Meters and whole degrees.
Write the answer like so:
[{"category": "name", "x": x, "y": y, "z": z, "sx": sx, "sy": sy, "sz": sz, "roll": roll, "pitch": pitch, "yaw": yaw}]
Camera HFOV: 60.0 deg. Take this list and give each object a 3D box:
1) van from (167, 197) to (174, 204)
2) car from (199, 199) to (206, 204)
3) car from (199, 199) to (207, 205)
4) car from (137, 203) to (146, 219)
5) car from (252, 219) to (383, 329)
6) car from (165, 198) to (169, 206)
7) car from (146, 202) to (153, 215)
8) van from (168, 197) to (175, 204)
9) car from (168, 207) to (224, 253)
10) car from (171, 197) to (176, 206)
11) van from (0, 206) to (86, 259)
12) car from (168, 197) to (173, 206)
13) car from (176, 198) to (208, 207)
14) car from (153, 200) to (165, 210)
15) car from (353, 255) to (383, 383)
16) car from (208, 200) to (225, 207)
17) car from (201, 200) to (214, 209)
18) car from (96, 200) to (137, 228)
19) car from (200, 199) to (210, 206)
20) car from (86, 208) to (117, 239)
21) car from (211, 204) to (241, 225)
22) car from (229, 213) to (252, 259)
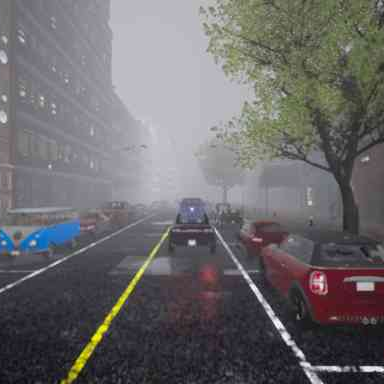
[{"category": "van", "x": -5.658, "y": 2.266, "z": 86.860, "sx": 1.690, "sy": 1.788, "sz": 3.998, "roll": 0, "pitch": -1, "yaw": 0}, {"category": "car", "x": 2.723, "y": 2.470, "z": 86.852, "sx": 1.887, "sy": 1.381, "sz": 4.507, "roll": 0, "pitch": -1, "yaw": 0}, {"category": "car", "x": 2.721, "y": 2.439, "z": 81.154, "sx": 1.802, "sy": 1.307, "sz": 4.206, "roll": 0, "pitch": -1, "yaw": 0}, {"category": "car", "x": -5.679, "y": 1.859, "z": 29.893, "sx": 1.947, "sy": 1.339, "sz": 4.313, "roll": 0, "pitch": -1, "yaw": 0}, {"category": "car", "x": 2.692, "y": 1.508, "z": 7.102, "sx": 1.967, "sy": 1.590, "sz": 4.097, "roll": 0, "pitch": -1, "yaw": 0}, {"category": "car", "x": -5.668, "y": 2.141, "z": 58.376, "sx": 1.887, "sy": 1.381, "sz": 4.507, "roll": 0, "pitch": -1, "yaw": 0}, {"category": "car", "x": -5.677, "y": 1.903, "z": 35.589, "sx": 2.008, "sy": 1.369, "sz": 4.403, "roll": 0, "pitch": -1, "yaw": 0}, {"category": "van", "x": -5.656, "y": 2.335, "z": 92.556, "sx": 1.690, "sy": 1.788, "sz": 3.998, "roll": 0, "pitch": -1, "yaw": 0}, {"category": "car", "x": 0.009, "y": 1.629, "z": 14.294, "sx": 2.128, "sy": 1.511, "sz": 4.902, "roll": 0, "pitch": 0, "yaw": 0}, {"category": "car", "x": -2.971, "y": 2.096, "z": 71.196, "sx": 2.097, "sy": 1.767, "sz": 4.553, "roll": 0, "pitch": -1, "yaw": 0}, {"category": "van", "x": -5.687, "y": 1.463, "z": 12.805, "sx": 1.690, "sy": 1.788, "sz": 3.998, "roll": 0, "pitch": -1, "yaw": 0}, {"category": "car", "x": -5.664, "y": 2.290, "z": 69.767, "sx": 1.947, "sy": 1.339, "sz": 4.313, "roll": 0, "pitch": -1, "yaw": 0}, {"category": "car", "x": 0.013, "y": 1.501, "z": 29.033, "sx": 2.150, "sy": 2.045, "sz": 5.566, "roll": 0, "pitch": 0, "yaw": 0}, {"category": "car", "x": -5.671, "y": 2.059, "z": 52.510, "sx": 1.752, "sy": 1.417, "sz": 4.829, "roll": 0, "pitch": -1, "yaw": 0}, {"category": "car", "x": 2.690, "y": 1.455, "z": 1.407, "sx": 1.967, "sy": 1.590, "sz": 4.097, "roll": 0, "pitch": -1, "yaw": 0}, {"category": "car", "x": 2.701, "y": 1.734, "z": 29.889, "sx": 1.967, "sy": 1.590, "sz": 4.097, "roll": 0, "pitch": -1, "yaw": 0}, {"category": "car", "x": 2.713, "y": 2.148, "z": 58.370, "sx": 2.008, "sy": 1.369, "sz": 4.403, "roll": 0, "pitch": -1, "yaw": 0}, {"category": "car", "x": -5.682, "y": 1.550, "z": 24.199, "sx": 2.192, "sy": 1.841, "sz": 5.009, "roll": 0, "pitch": -1, "yaw": 0}, {"category": "car", "x": 2.717, "y": 2.269, "z": 69.762, "sx": 1.887, "sy": 1.381, "sz": 4.507, "roll": 0, "pitch": -1, "yaw": 0}, {"category": "car", "x": -5.684, "y": 1.759, "z": 18.500, "sx": 1.802, "sy": 1.307, "sz": 4.206, "roll": 0, "pitch": -1, "yaw": 0}, {"category": "car", "x": 2.699, "y": 1.786, "z": 24.191, "sx": 2.008, "sy": 1.369, "sz": 4.403, "roll": 0, "pitch": -1, "yaw": 0}, {"category": "car", "x": 2.694, "y": 1.704, "z": 12.799, "sx": 1.802, "sy": 1.307, "sz": 4.206, "roll": 0, "pitch": -1, "yaw": 0}]
